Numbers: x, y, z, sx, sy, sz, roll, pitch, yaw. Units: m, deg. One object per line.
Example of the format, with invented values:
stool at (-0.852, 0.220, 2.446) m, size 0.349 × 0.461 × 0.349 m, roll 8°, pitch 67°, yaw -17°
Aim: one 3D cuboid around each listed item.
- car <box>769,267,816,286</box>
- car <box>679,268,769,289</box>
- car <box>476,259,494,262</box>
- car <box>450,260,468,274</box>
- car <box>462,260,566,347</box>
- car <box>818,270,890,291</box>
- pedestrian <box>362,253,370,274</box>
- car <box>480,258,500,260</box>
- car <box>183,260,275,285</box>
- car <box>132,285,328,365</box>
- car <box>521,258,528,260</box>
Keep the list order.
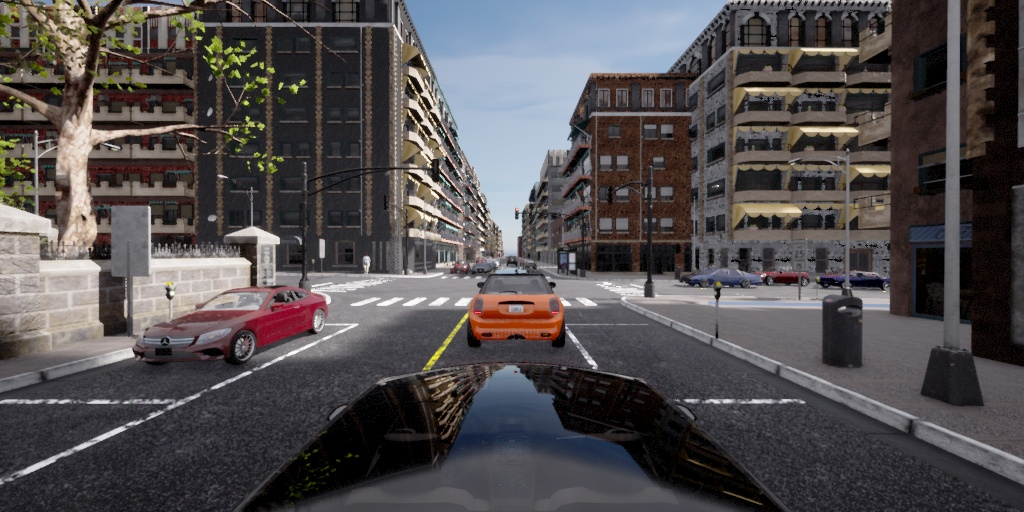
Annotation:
car at (21.348, 1.565, 28.834) m, size 4.097 × 1.591 × 1.967 m, roll 0°, pitch 0°, yaw -1°
car at (15.220, 1.579, 26.190) m, size 5.357 × 1.411 × 2.033 m, roll 1°, pitch 0°, yaw -1°
car at (-3.135, 1.304, 37.681) m, size 1.994 × 1.385 × 4.181 m, roll 0°, pitch 0°, yaw 0°
car at (-5.736, 1.179, 40.364) m, size 1.967 × 1.591 × 4.097 m, roll 0°, pitch 0°, yaw 0°
car at (0.118, 1.100, 9.463) m, size 2.097 × 1.767 × 4.553 m, roll 0°, pitch 0°, yaw 1°
car at (25.253, 1.810, 26.321) m, size 4.718 × 1.301 × 1.895 m, roll 1°, pitch 0°, yaw -1°
pedestrian at (-12.748, 0.645, 31.348) m, size 0.375 × 1.860 × 0.375 m, roll 0°, pitch -1°, yaw -1°
car at (-3.146, 1.302, 49.556) m, size 1.994 × 1.385 × 4.181 m, roll 0°, pitch 0°, yaw 0°
car at (-17.673, 1.030, 22.550) m, size 4.181 × 1.385 × 1.994 m, roll 1°, pitch 0°, yaw -1°
car at (-5.696, 1.330, 7.953) m, size 1.802 × 1.307 × 4.207 m, roll 0°, pitch 0°, yaw 0°
car at (2.631, 1.288, 51.646) m, size 2.007 × 1.370 × 4.403 m, roll 0°, pitch 0°, yaw 0°
